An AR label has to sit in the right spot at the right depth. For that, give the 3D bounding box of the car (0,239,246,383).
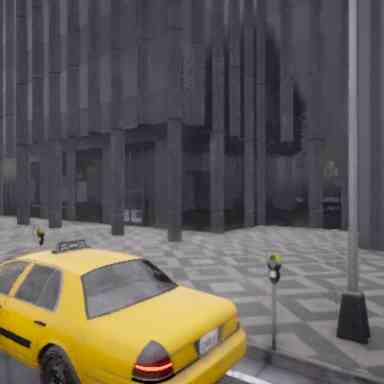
[{"bbox_3d":[-1.918,1.460,4.808,5.366,1.575,1.801,0,0,36],"label":"car"}]
